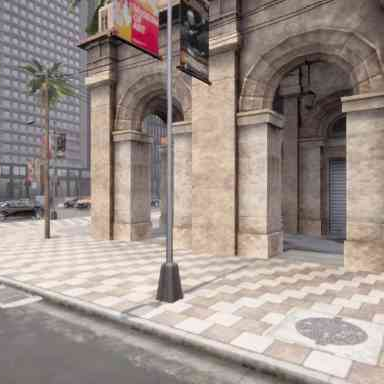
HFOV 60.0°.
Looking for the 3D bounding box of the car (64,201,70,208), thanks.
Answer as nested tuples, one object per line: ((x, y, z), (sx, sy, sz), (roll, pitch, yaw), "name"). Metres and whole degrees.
((-16.256, 1.513, 48.449), (2.161, 1.482, 4.786), (0, 0, 35), "car")

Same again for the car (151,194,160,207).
((-6.910, 1.505, 50.172), (1.837, 1.490, 4.892), (0, 0, 36), "car")

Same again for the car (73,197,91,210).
((-12.345, 1.601, 42.589), (1.895, 1.301, 4.718), (0, 0, 35), "car")

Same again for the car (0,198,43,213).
((-19.905, 1.491, 38.029), (2.128, 1.511, 4.902), (0, 0, 36), "car")

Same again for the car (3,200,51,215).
((-17.474, 1.564, 35.411), (1.994, 1.385, 4.181), (0, 0, 36), "car")

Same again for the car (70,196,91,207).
((-13.977, 1.352, 46.317), (2.097, 1.767, 4.553), (0, 0, 35), "car")

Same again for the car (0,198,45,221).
((-14.416, 1.491, 27.307), (2.128, 1.511, 4.902), (0, 0, 36), "car")
